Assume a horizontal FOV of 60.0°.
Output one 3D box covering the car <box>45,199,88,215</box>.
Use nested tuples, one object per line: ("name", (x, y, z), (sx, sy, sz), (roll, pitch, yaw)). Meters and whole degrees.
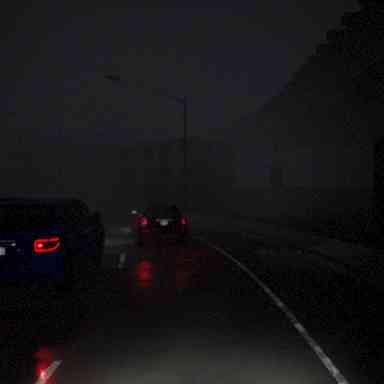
("car", (-12.077, 1.350, 31.920), (4.718, 1.301, 1.895), (0, 1, 42))

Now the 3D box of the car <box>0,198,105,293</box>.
("car", (-3.777, 1.152, 8.737), (2.150, 2.045, 5.566), (0, 0, -5))

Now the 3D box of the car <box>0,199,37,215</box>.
("car", (-16.637, 1.356, 31.174), (4.718, 1.301, 1.895), (0, 1, 37))

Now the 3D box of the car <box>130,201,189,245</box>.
("car", (-1.629, 1.232, 15.156), (2.097, 1.767, 4.553), (0, 0, -15))
